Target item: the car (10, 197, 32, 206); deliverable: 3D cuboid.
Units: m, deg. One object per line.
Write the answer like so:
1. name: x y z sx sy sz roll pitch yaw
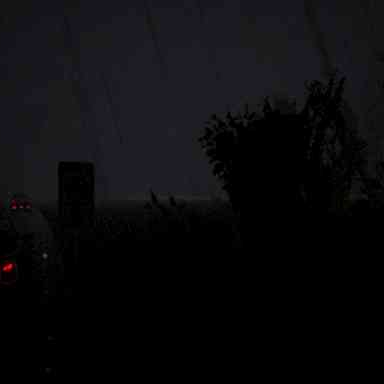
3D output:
1. car: -17.415 1.528 33.957 2.033 1.411 5.357 0 0 -27

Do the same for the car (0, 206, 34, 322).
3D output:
1. car: -4.508 1.344 6.911 2.097 1.767 4.553 0 0 -24

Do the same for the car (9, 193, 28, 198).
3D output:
1. car: -22.304 1.208 43.146 2.150 2.045 5.566 0 0 -29
